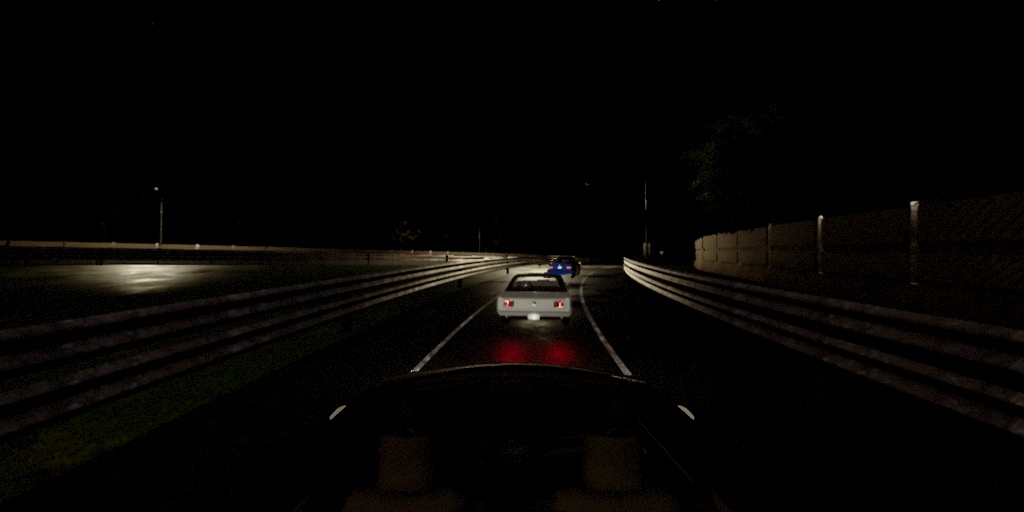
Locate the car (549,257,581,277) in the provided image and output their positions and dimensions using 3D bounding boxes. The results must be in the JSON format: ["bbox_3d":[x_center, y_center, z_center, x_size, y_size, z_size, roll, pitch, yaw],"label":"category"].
[{"bbox_3d":[3.897,0.772,26.208,2.033,1.411,5.357,0,1,17],"label":"car"}]

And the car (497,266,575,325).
[{"bbox_3d":[0.806,1.161,11.013,1.895,1.301,4.718,0,1,7],"label":"car"}]
